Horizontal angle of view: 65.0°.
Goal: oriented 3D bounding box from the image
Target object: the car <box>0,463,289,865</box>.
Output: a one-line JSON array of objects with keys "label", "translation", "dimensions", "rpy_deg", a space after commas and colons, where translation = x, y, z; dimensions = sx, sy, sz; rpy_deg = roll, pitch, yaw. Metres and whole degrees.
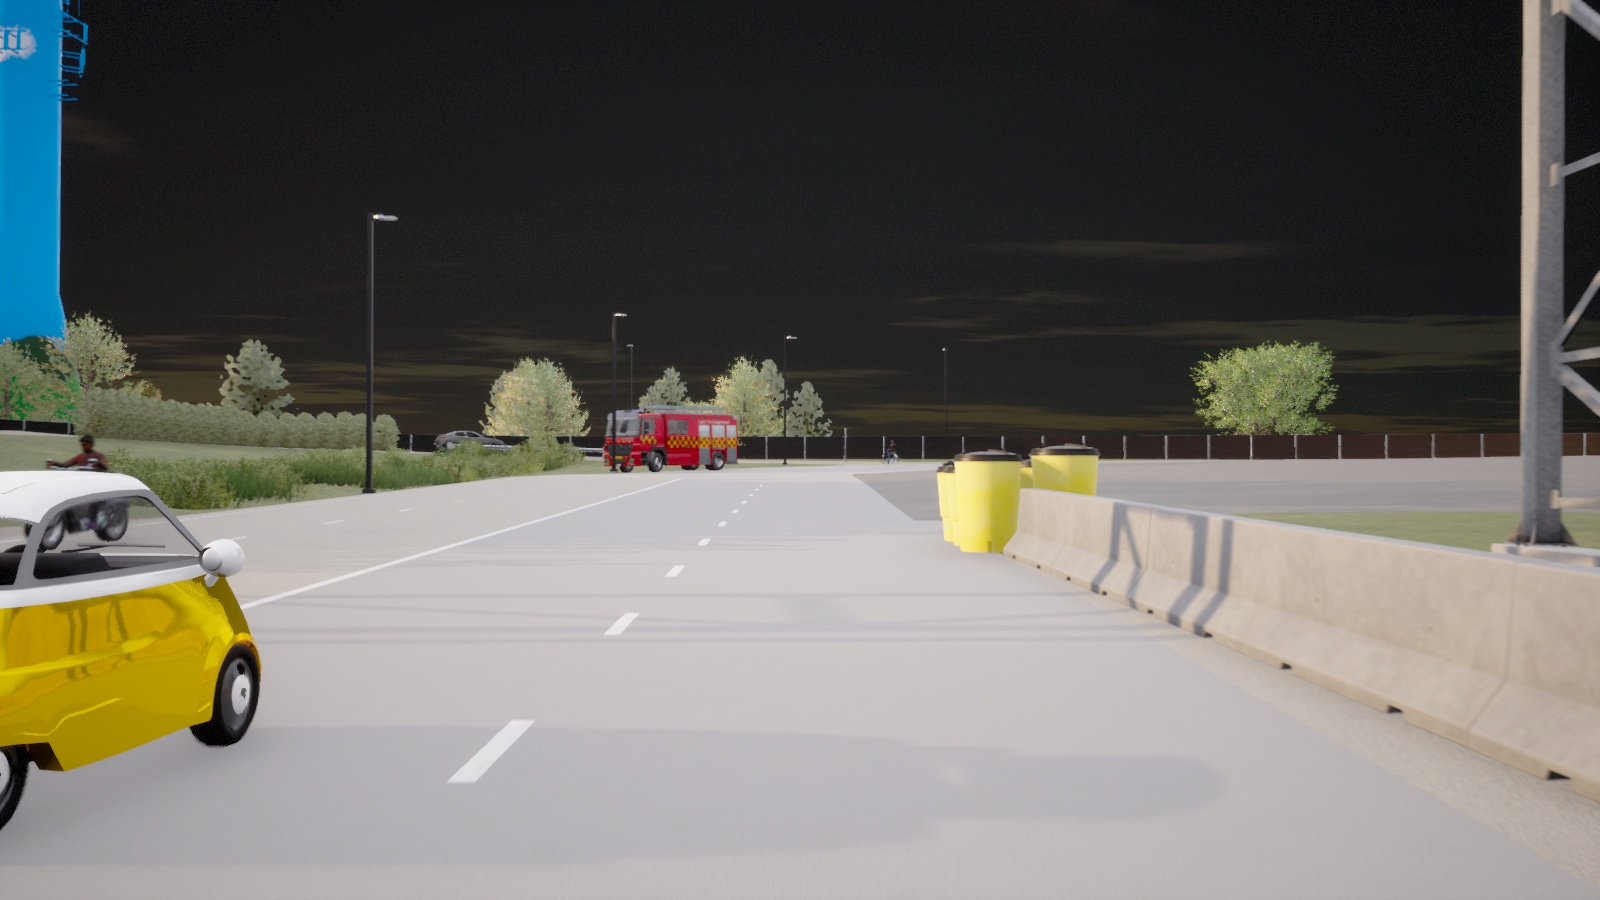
[{"label": "car", "translation": [-3.453, 0.768, 5.542], "dimensions": [1.481, 1.376, 2.207], "rpy_deg": [0, 1, 0]}]

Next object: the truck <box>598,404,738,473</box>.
[{"label": "truck", "translation": [-7.566, -0.630, 72.996], "dimensions": [2.891, 3.827, 8.468], "rpy_deg": [-1, 0, 40]}]

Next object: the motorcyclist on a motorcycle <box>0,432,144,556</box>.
[{"label": "motorcyclist on a motorcycle", "translation": [-10.380, 0.577, 17.935], "dimensions": [0.766, 1.649, 2.350], "rpy_deg": [0, 0, 0]}]

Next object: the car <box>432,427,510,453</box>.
[{"label": "car", "translation": [-23.811, -0.730, 90.885], "dimensions": [5.027, 1.651, 2.152], "rpy_deg": [2, -2, -28]}]
